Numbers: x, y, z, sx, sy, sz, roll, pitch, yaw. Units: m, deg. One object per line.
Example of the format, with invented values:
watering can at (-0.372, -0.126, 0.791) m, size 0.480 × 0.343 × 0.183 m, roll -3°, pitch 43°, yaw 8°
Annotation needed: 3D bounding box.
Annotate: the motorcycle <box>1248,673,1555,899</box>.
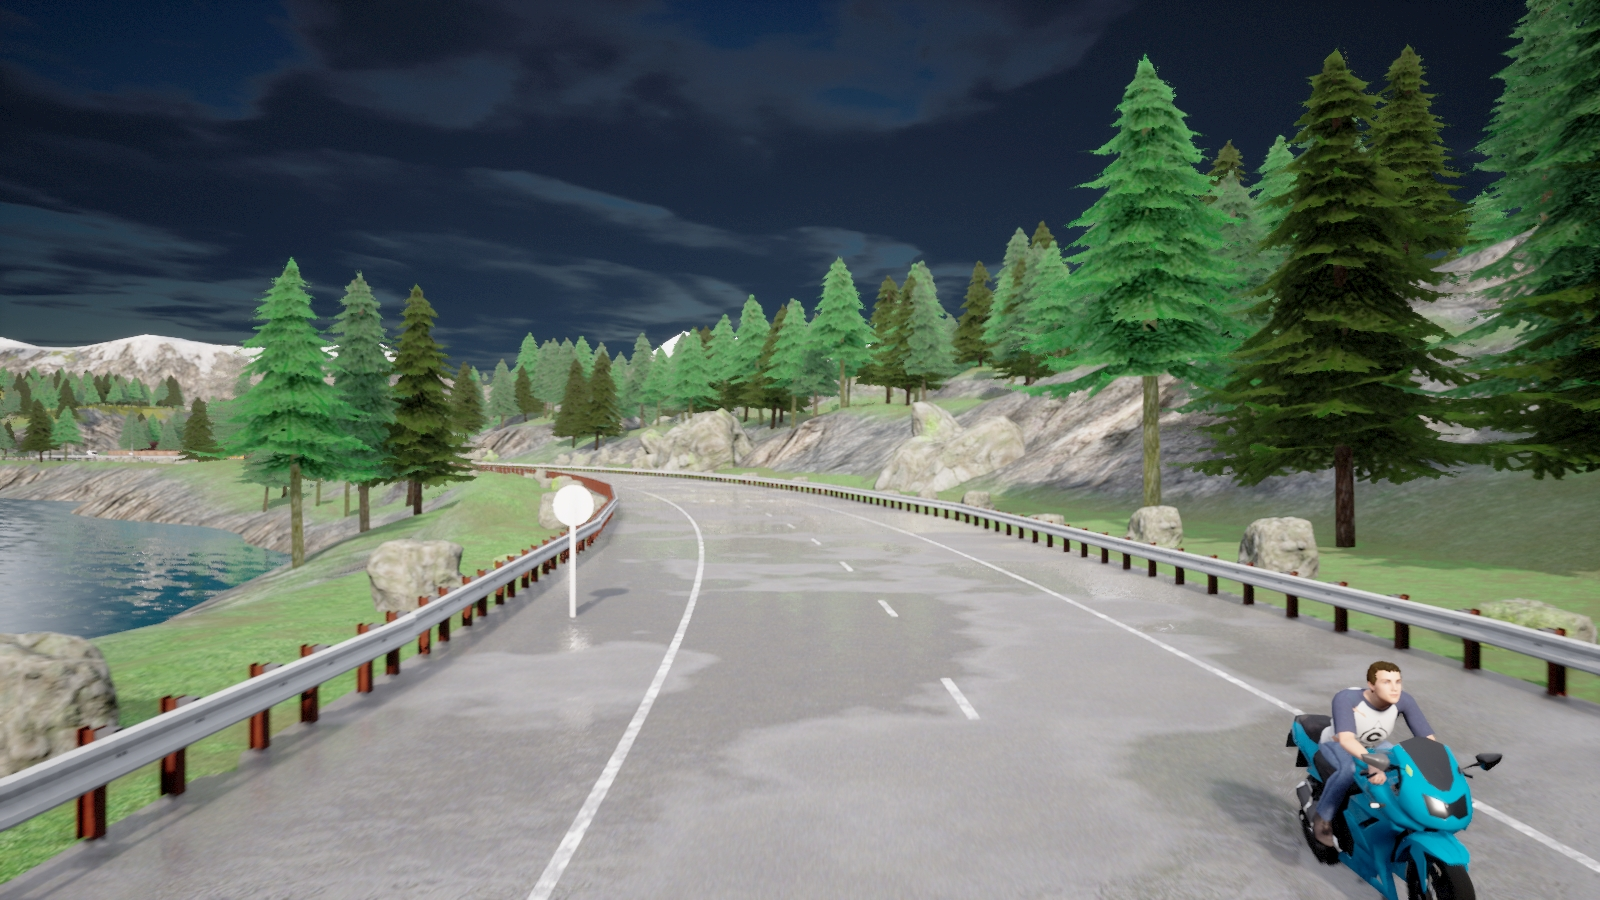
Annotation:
motorcycle at (3.550, 2.177, 7.000) m, size 0.803 × 1.217 × 2.033 m, roll 0°, pitch 0°, yaw 0°
